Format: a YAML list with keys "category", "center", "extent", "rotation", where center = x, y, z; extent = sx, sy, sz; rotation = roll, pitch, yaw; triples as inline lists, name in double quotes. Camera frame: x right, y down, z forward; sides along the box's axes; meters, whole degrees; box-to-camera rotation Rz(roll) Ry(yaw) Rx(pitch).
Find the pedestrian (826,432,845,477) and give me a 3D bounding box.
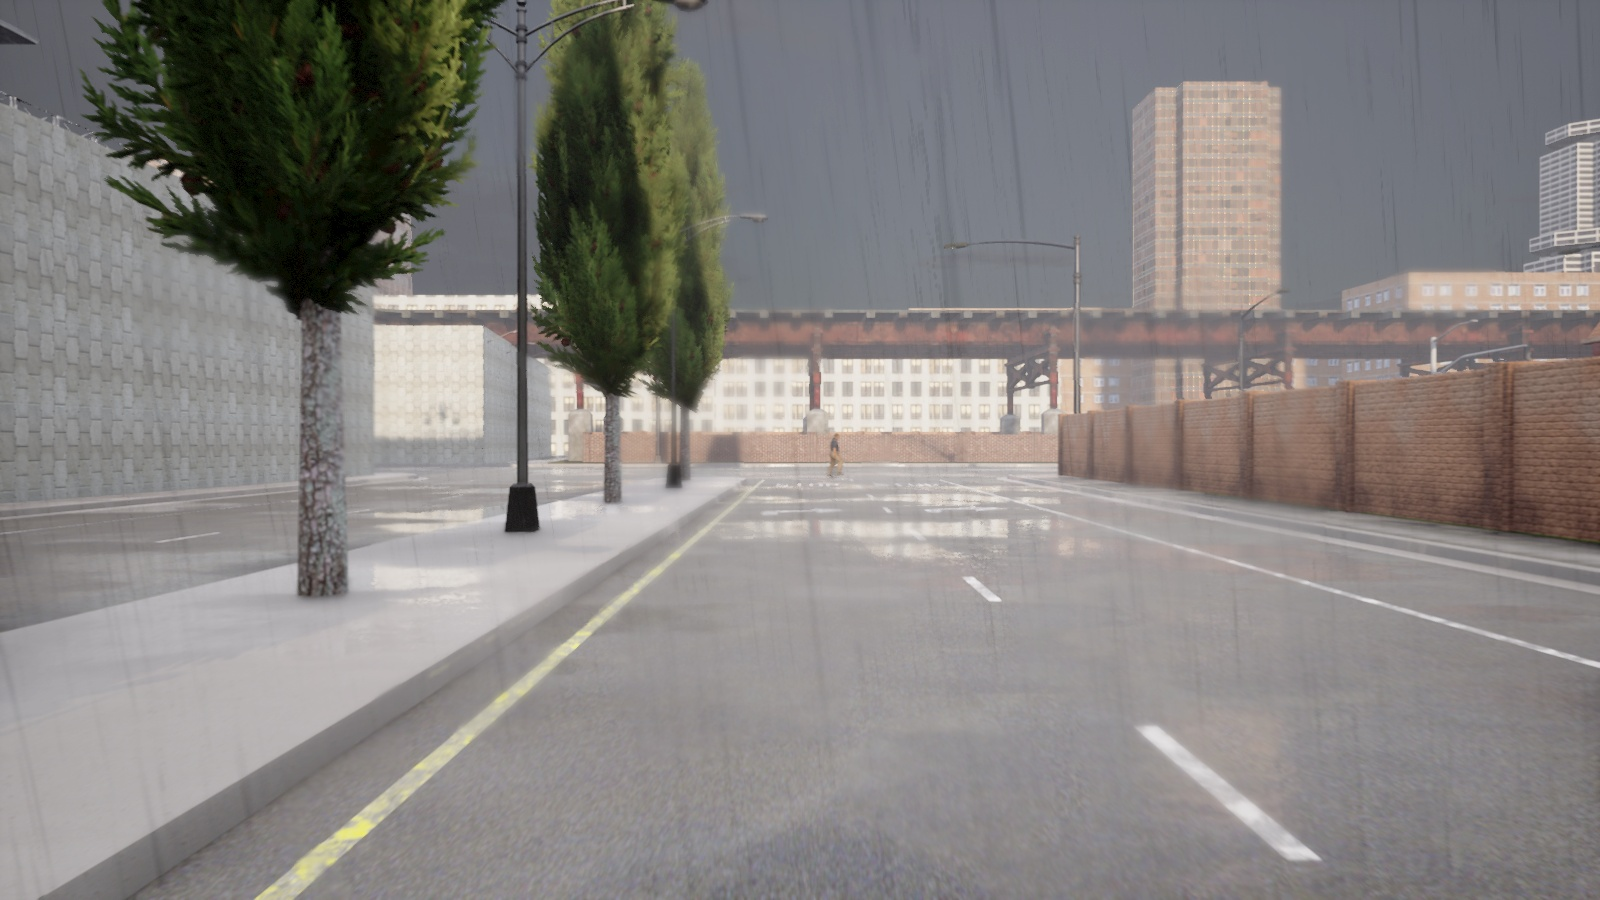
- category: "pedestrian"
  center: [1.465, 0.201, 51.806]
  extent: [0.694, 1.848, 0.540]
  rotation: [0, 0, -11]
